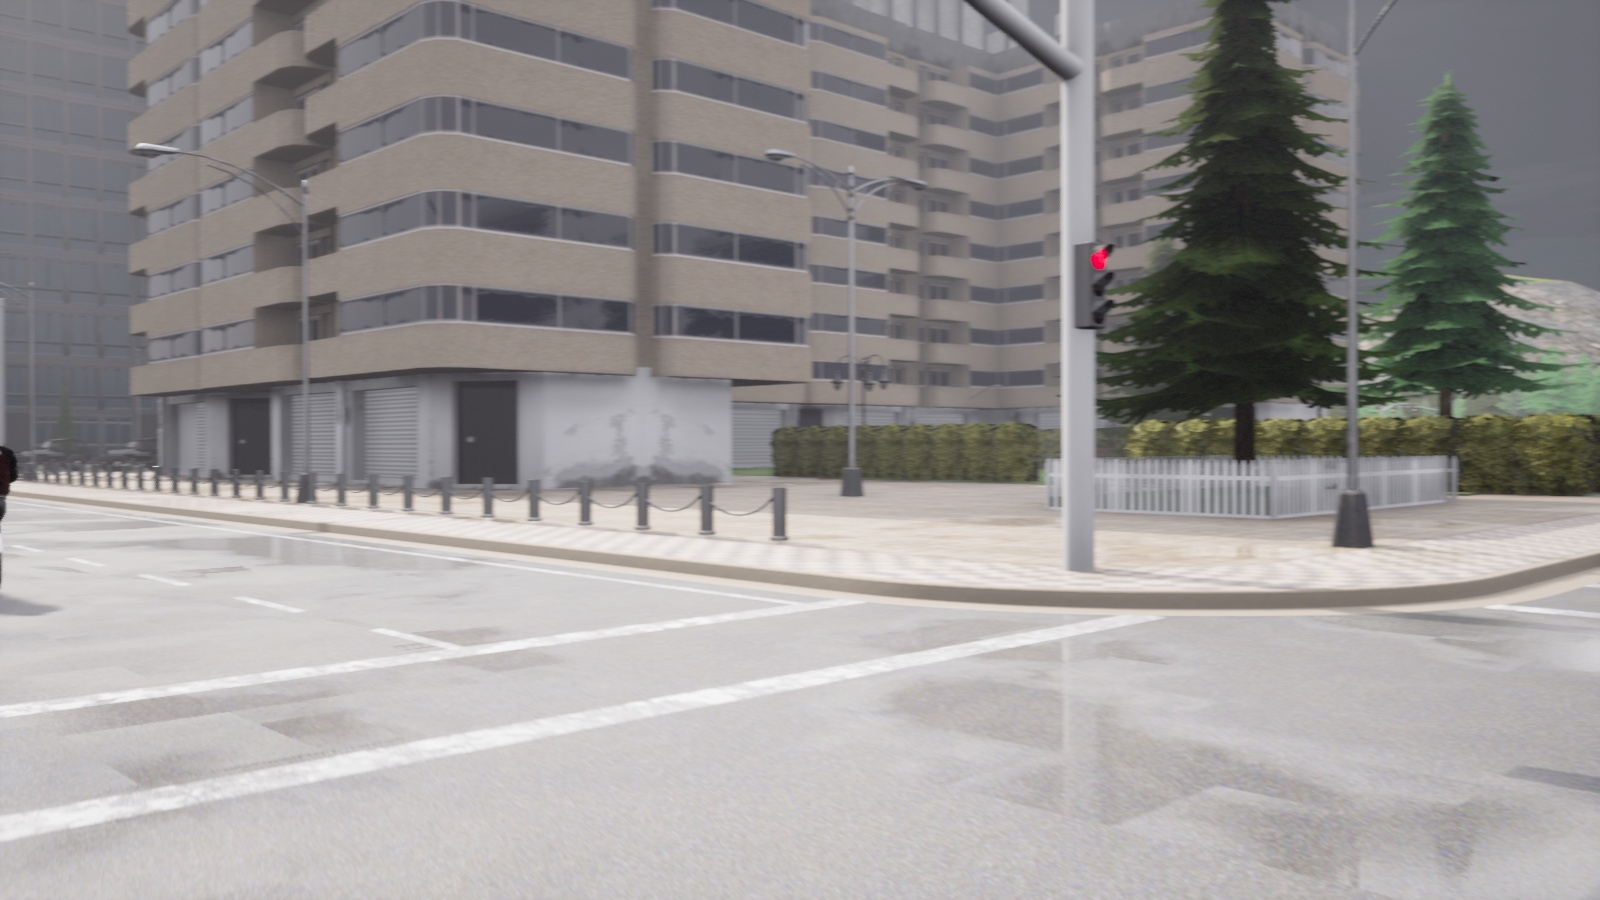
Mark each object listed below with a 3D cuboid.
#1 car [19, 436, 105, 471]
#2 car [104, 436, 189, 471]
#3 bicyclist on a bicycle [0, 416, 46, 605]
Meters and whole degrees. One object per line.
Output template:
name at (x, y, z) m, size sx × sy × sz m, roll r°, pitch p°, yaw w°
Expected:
car at (-41.742, 0.184, 71.050) m, size 3.866 × 1.878 × 1.905 m, roll 0°, pitch 0°, yaw -43°
car at (-36.848, 0.173, 70.845) m, size 3.866 × 1.878 × 1.905 m, roll 0°, pitch 0°, yaw -43°
bicyclist on a bicycle at (-8.128, 0.565, 12.527) m, size 0.659 × 1.776 × 1.843 m, roll -1°, pitch 1°, yaw -43°
